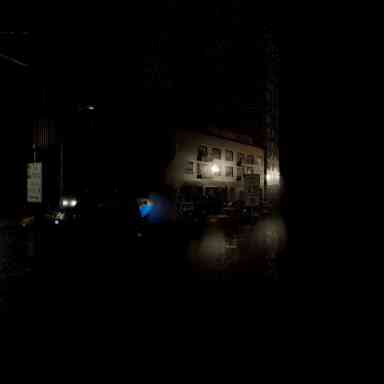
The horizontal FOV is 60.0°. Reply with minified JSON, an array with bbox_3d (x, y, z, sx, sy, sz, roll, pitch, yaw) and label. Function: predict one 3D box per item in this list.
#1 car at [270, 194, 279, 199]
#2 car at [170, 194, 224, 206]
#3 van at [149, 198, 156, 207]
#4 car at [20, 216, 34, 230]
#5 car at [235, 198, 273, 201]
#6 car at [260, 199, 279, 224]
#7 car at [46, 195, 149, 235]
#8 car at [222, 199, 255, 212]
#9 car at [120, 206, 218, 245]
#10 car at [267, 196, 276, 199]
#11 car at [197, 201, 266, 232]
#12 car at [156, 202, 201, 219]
[{"bbox_3d":[12.165,1.286,48.091,2.192,1.841,5.009,0,0,36],"label":"car"},{"bbox_3d":[0.683,1.215,27.885,2.150,2.045,5.566,0,0,36],"label":"car"},{"bbox_3d":[-4.481,1.330,25.146,1.690,1.788,3.998,0,0,36],"label":"van"},{"bbox_3d":[-7.910,1.513,20.419,1.752,1.417,4.829,0,0,36],"label":"car"},{"bbox_3d":[6.751,1.588,36.234,1.895,1.301,4.718,0,0,36],"label":"car"},{"bbox_3d":[5.857,1.530,24.879,1.752,1.417,4.829,0,0,36],"label":"car"},{"bbox_3d":[-5.404,1.215,19.501,2.150,2.045,5.566,0,0,36],"label":"car"},{"bbox_3d":[5.506,1.547,38.913,1.947,1.339,4.313,0,0,36],"label":"car"},{"bbox_3d":[-0.899,1.555,15.565,2.008,1.369,4.403,0,0,36],"label":"car"},{"bbox_3d":[8.835,1.542,43.502,1.947,1.339,4.313,0,0,36],"label":"car"},{"bbox_3d":[2.529,1.530,20.290,1.752,1.417,4.829,0,0,36],"label":"car"},{"bbox_3d":[-1.152,1.570,29.736,1.802,1.307,4.206,0,0,36],"label":"car"}]
